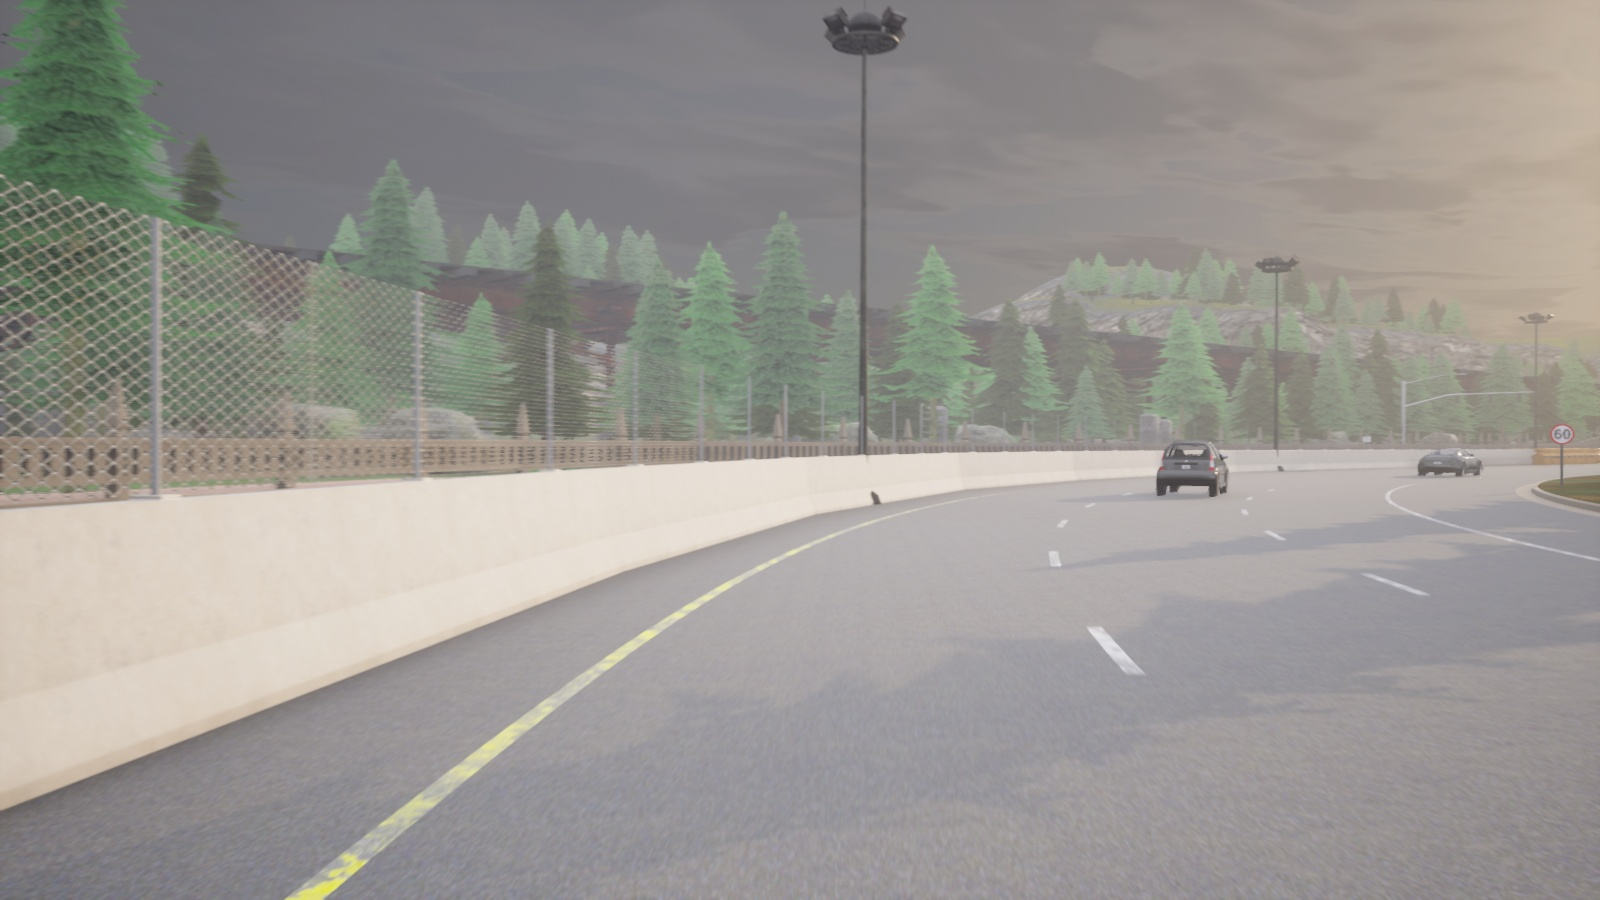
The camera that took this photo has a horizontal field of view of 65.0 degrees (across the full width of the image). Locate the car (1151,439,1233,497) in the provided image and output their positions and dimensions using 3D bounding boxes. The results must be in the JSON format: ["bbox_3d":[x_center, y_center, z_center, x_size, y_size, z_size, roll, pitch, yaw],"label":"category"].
[{"bbox_3d":[11.772,0.492,37.562,1.851,1.617,3.988,0,0,24],"label":"car"}]

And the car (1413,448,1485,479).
[{"bbox_3d":[31.213,0.626,60.341,1.994,1.385,4.181,1,0,43],"label":"car"}]
